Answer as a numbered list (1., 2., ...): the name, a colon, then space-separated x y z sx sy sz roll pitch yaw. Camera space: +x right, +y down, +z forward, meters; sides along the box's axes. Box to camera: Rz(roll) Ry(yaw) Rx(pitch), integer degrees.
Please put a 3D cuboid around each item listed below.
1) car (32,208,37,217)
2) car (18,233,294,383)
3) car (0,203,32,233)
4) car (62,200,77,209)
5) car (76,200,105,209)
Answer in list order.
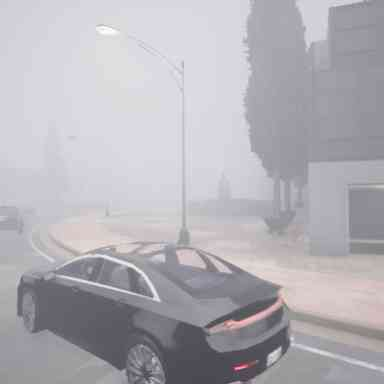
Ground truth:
1. car: -17.571 1.892 33.855 1.882 1.535 5.008 -1 0 -2
2. car: -0.949 1.538 5.097 4.902 1.511 2.128 -1 -1 41
3. car: -11.646 1.615 21.056 2.097 1.767 4.553 0 -1 -22
4. car: -20.141 2.129 57.012 1.837 1.490 4.892 -1 -1 20
5. car: -16.741 2.185 56.112 1.895 1.301 4.718 -1 -1 20
